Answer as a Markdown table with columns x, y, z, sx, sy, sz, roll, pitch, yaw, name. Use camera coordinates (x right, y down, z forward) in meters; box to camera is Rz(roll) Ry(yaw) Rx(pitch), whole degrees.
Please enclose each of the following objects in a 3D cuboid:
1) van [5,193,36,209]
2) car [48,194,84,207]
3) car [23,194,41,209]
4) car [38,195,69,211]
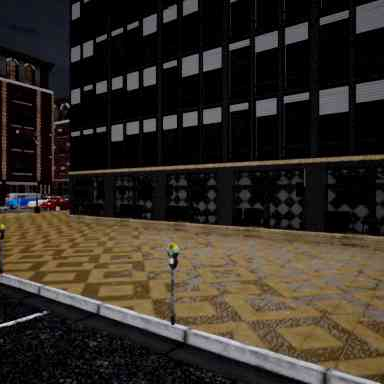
| x | y | z | sx | sy | sz | roll | pitch | yaw | name |
| --- | --- | --- | --- | --- | --- | --- | --- | --- | --- |
| -19.988 | 1.050 | 39.590 | 1.690 | 1.788 | 3.998 | 1 | 1 | 35 | van |
| -16.751 | 1.079 | 44.230 | 1.967 | 1.590 | 4.097 | 1 | 1 | 35 | car |
| -17.043 | 1.219 | 39.528 | 1.812 | 1.442 | 4.674 | 0 | 1 | 35 | car |
| -13.512 | 1.269 | 35.105 | 1.887 | 1.381 | 4.507 | 1 | 1 | 35 | car |
